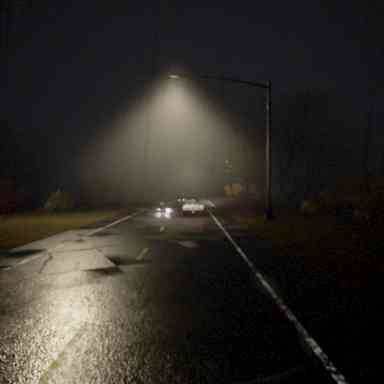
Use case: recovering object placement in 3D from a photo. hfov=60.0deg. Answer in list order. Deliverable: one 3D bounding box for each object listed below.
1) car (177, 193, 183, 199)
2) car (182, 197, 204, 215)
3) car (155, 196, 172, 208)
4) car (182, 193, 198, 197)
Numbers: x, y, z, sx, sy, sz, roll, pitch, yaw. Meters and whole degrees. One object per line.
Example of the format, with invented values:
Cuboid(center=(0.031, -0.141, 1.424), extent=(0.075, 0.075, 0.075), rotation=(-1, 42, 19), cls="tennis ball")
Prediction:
Cuboid(center=(-2.450, 0.991, 80.969), extent=(2.128, 1.511, 4.902), rotation=(0, 0, 3), cls="car")
Cuboid(center=(0.126, 1.401, 30.338), extent=(1.895, 1.301, 4.718), rotation=(0, 0, 0), cls="car")
Cuboid(center=(-3.542, 1.213, 42.493), extent=(2.128, 1.511, 4.902), rotation=(0, 0, 0), cls="car")
Cuboid(center=(0.102, 1.199, 44.709), extent=(2.128, 1.511, 4.902), rotation=(0, 0, 1), cls="car")
